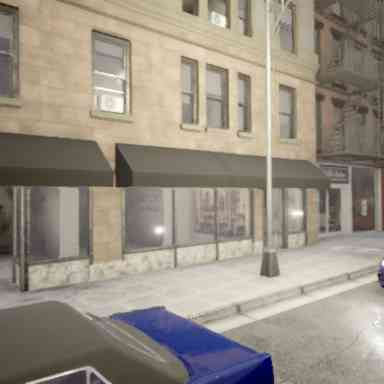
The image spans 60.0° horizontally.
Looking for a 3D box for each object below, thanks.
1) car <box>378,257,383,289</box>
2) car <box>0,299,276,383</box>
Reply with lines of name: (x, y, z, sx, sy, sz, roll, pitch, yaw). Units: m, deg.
car: (6.324, 1.552, 8.027, 4.674, 1.442, 1.812, 0, -1, -37)
car: (-1.631, 1.640, 2.171, 4.718, 1.301, 1.895, 0, -1, -39)
